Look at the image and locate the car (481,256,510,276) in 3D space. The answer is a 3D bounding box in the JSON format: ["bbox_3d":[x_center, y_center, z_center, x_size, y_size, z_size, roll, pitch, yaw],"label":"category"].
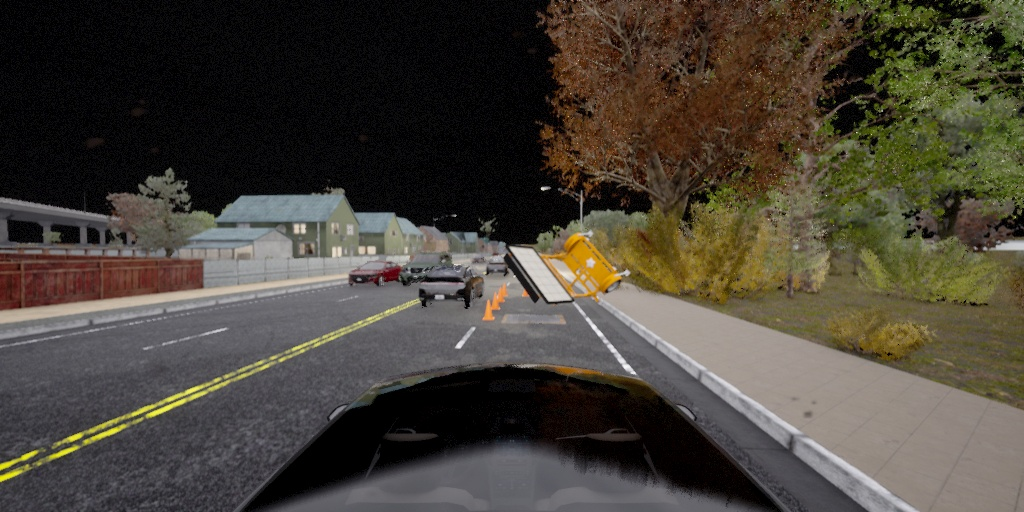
[{"bbox_3d":[-1.206,0.969,32.457,2.128,1.511,4.902,0,1,3],"label":"car"}]

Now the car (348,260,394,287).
[{"bbox_3d":[-8.493,1.039,22.762,1.882,1.535,5.008,0,0,3],"label":"car"}]

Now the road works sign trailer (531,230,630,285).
[{"bbox_3d":[2.660,-0.933,13.202,2.880,3.560,2.380,0,0,-42],"label":"road works sign trailer"}]

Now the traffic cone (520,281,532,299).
[{"bbox_3d":[0.642,1.576,16.854,0.340,0.580,0.340,0,0,4],"label":"traffic cone"}]

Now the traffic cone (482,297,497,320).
[{"bbox_3d":[-0.710,1.626,10.924,0.340,0.580,0.340,0,0,3],"label":"traffic cone"}]

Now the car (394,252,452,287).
[{"bbox_3d":[-5.231,0.784,22.862,2.150,2.045,5.566,0,0,3],"label":"car"}]

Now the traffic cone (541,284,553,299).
[{"bbox_3d":[1.640,1.577,16.796,0.340,0.580,0.340,0,0,3],"label":"traffic cone"}]

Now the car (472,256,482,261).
[{"bbox_3d":[-5.994,0.723,64.124,1.994,1.385,4.181,0,1,4],"label":"car"}]

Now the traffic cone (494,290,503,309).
[{"bbox_3d":[-0.592,1.609,12.921,0.340,0.580,0.340,0,0,3],"label":"traffic cone"}]

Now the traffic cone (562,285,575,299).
[{"bbox_3d":[2.638,1.578,16.736,0.340,0.580,0.340,0,0,4],"label":"traffic cone"}]

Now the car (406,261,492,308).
[{"bbox_3d":[-2.273,1.130,14.445,2.128,1.511,4.902,0,1,3],"label":"car"}]

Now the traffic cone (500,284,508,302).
[{"bbox_3d":[-0.474,1.592,14.917,0.340,0.580,0.340,0,0,3],"label":"traffic cone"}]
